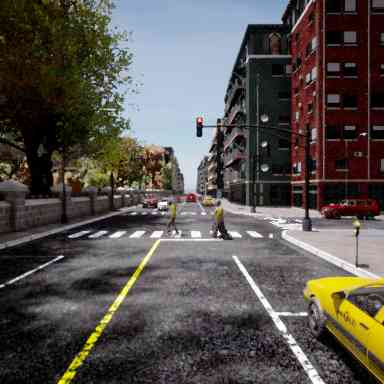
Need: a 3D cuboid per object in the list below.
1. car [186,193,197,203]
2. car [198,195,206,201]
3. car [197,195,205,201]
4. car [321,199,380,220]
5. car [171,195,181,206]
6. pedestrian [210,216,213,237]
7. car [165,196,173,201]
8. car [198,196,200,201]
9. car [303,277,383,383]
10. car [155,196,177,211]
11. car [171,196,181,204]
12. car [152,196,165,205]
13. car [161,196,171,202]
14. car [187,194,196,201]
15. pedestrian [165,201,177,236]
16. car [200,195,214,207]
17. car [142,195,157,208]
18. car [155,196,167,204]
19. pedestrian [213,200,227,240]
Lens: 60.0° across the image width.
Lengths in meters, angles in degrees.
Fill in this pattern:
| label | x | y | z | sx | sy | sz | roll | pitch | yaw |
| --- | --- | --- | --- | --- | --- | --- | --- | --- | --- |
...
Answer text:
| label | x | y | z | sx | sy | sz | roll | pitch | yaw |
| --- | --- | --- | --- | --- | --- | --- | --- | --- | --- |
| car | -0.153 | 1.245 | 72.450 | 2.150 | 2.045 | 5.566 | 0 | 0 | 0 |
| car | 2.504 | 1.586 | 85.856 | 1.887 | 1.381 | 4.507 | 0 | 0 | 0 |
| car | 2.492 | 1.592 | 91.391 | 1.887 | 1.381 | 4.507 | 0 | 0 | 0 |
| car | 14.550 | 1.591 | 30.562 | 5.009 | 1.841 | 2.192 | 1 | -1 | 0 |
| car | -3.204 | 1.559 | 51.779 | 2.033 | 1.411 | 5.357 | 0 | 0 | 0 |
| pedestrian | 1.204 | 1.294 | 16.326 | 0.375 | 1.860 | 0.375 | 0 | 0 | 0 |
| car | -5.876 | 1.623 | 85.838 | 1.802 | 1.307 | 4.206 | 0 | 0 | 0 |
| car | 2.563 | 1.562 | 58.180 | 1.887 | 1.381 | 4.507 | 0 | 0 | 0 |
| car | 2.680 | 1.525 | 3.714 | 1.752 | 1.417 | 4.829 | 0 | 0 | 0 |
| car | -3.156 | 1.532 | 41.199 | 1.812 | 1.442 | 4.674 | 0 | 0 | -1 |
| car | -3.170 | 1.501 | 66.460 | 1.882 | 1.535 | 5.008 | 0 | 0 | 0 |
| car | -5.818 | 1.457 | 58.162 | 1.967 | 1.590 | 4.097 | 0 | 0 | 0 |
| car | -5.852 | 1.613 | 74.767 | 1.802 | 1.307 | 4.206 | 0 | 0 | 0 |
| car | -0.176 | 1.306 | 82.811 | 2.097 | 1.767 | 4.553 | 0 | 0 | 0 |
| pedestrian | -1.074 | 1.294 | 16.921 | 0.375 | 1.860 | 0.375 | 0 | 0 | 0 |
| car | 2.574 | 1.538 | 52.815 | 1.752 | 1.417 | 4.829 | 0 | 0 | 0 |
| car | -5.794 | 1.324 | 47.091 | 2.192 | 1.841 | 5.009 | 0 | 0 | 0 |
| car | -5.829 | 1.566 | 63.697 | 1.887 | 1.381 | 4.507 | 0 | 0 | 0 |
| pedestrian | 1.298 | 1.294 | 15.648 | 0.375 | 1.860 | 0.375 | 0 | 0 | 0 |
